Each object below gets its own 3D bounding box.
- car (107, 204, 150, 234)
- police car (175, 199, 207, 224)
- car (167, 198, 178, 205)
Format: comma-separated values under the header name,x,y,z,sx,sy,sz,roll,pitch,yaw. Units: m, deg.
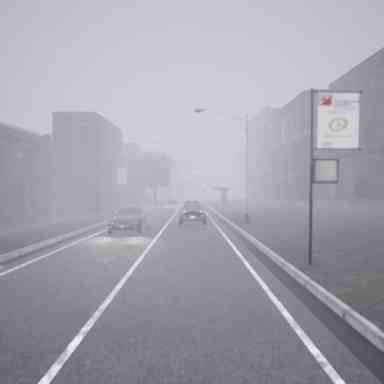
name,x,y,z,sx,sy,sz,roll,pitch,yaw
car,-3.537,1.509,19.225,1.837,1.490,4.892,0,0,0
police car,0.043,1.515,24.660,2.038,1.542,4.974,0,0,0
car,-3.392,1.707,60.100,1.895,1.301,4.718,0,0,1
